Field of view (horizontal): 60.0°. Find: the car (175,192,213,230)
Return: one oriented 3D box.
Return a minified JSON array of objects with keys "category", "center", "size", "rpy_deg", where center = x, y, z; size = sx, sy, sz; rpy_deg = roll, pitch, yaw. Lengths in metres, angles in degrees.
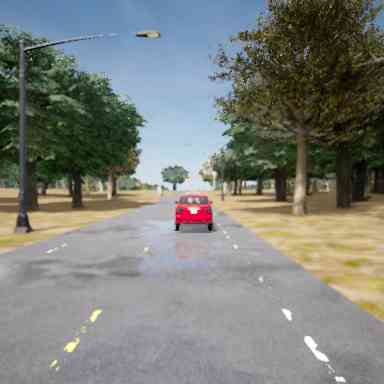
[{"category":"car","center":[0.106,1.125,20.463],"size":[2.150,2.045,5.566],"rpy_deg":[0,0,0]}]

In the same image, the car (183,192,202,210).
[{"category":"car","center":[0.112,1.017,40.455],"size":[2.150,2.045,5.566],"rpy_deg":[0,0,0]}]
